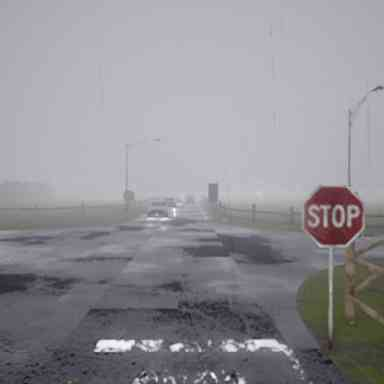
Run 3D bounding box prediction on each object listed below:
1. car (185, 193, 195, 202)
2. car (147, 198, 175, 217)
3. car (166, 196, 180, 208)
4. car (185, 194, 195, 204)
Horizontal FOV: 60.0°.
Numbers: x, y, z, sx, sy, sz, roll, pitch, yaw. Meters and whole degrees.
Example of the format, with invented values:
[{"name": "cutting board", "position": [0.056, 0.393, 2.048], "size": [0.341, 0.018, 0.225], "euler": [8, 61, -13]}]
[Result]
[{"name": "car", "position": [-0.349, 1.119, 71.498], "size": [2.097, 1.767, 4.553], "euler": [0, 0, 0]}, {"name": "car", "position": [-2.996, 1.520, 30.803], "size": [2.033, 1.411, 5.357], "euler": [0, 0, 0]}, {"name": "car", "position": [-3.067, 1.464, 46.487], "size": [1.837, 1.490, 4.892], "euler": [0, 0, 0]}, {"name": "car", "position": [-0.298, 1.491, 61.110], "size": [2.033, 1.411, 5.357], "euler": [0, 0, 0]}]
